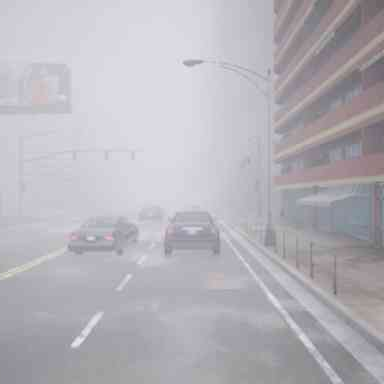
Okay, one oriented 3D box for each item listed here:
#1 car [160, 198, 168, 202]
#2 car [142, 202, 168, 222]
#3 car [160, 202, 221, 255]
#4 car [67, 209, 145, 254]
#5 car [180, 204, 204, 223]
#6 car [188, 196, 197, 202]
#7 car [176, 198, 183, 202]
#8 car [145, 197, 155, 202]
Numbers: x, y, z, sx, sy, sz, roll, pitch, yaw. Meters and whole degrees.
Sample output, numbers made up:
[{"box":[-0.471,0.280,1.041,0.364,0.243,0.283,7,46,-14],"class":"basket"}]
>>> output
[{"box":[-6.940,2.269,82.382,1.837,1.490,4.892,0,-1,0],"class":"car"},{"box":[-3.484,1.839,29.297,1.994,1.385,4.181,0,0,0],"class":"car"},{"box":[0.012,1.483,14.086,2.097,1.767,4.553,0,-1,0],"class":"car"},{"box":[-3.489,1.679,13.994,2.033,1.411,5.357,0,-1,0],"class":"car"},{"box":[0.028,1.839,29.295,1.994,1.385,4.181,0,0,0],"class":"car"},{"box":[0.065,1.987,89.726,2.150,2.045,5.566,0,-1,0],"class":"car"},{"box":[-3.435,2.303,89.694,2.033,1.411,5.357,0,-1,0],"class":"car"},{"box":[-10.440,2.124,82.317,2.097,1.767,4.553,0,-1,0],"class":"car"}]
